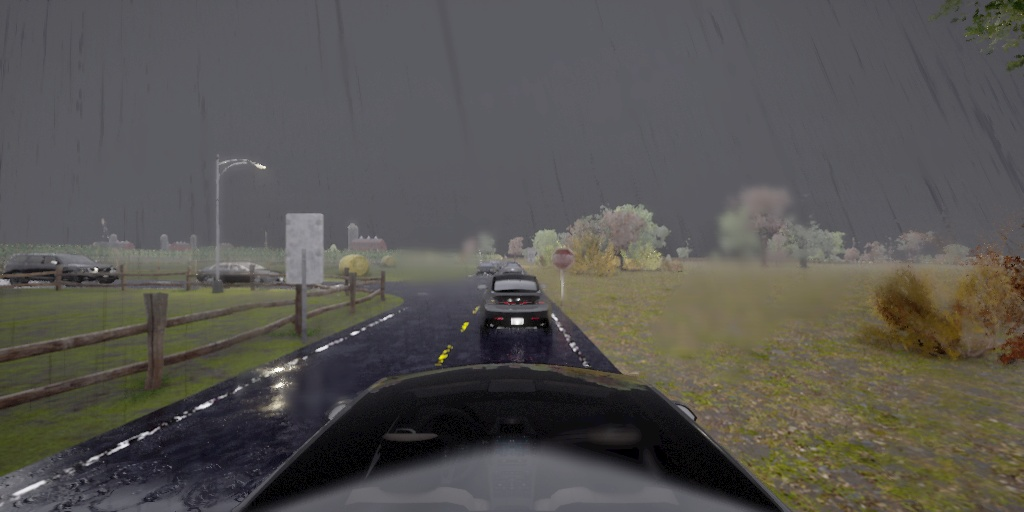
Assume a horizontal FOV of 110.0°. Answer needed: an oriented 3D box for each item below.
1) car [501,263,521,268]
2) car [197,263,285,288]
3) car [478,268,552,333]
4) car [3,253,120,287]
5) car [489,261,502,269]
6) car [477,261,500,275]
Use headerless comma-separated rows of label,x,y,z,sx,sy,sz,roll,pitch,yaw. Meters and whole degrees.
car,0.105,1.453,40.730,1.994,1.385,4.181,0,0,1
car,-17.214,1.218,22.957,4.902,1.511,2.128,0,0,0
car,0.049,1.284,10.861,1.837,1.490,4.892,0,0,-2
car,-28.580,0.869,22.847,5.566,2.045,2.150,1,0,0
car,-2.750,1.531,61.758,2.033,1.411,5.357,0,0,0
car,-2.807,1.435,40.297,2.033,1.411,5.357,0,0,0
